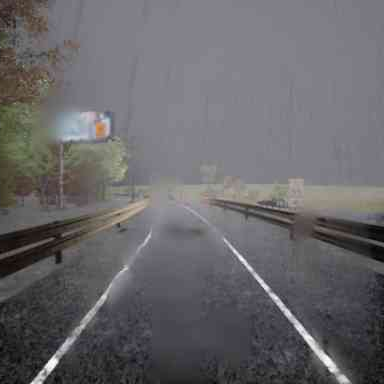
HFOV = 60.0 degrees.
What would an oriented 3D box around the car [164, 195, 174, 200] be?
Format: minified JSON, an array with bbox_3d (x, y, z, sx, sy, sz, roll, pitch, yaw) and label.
[{"bbox_3d":[-6.146,1.454,88.577,1.882,1.535,5.008,0,0,-18],"label":"car"}]

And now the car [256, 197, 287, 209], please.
[{"bbox_3d":[9.478,1.368,39.998,2.128,1.511,4.902,0,0,-18],"label":"car"}]

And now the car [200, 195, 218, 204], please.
[{"bbox_3d":[3.071,1.272,59.914,2.097,1.767,4.553,0,0,-18],"label":"car"}]
